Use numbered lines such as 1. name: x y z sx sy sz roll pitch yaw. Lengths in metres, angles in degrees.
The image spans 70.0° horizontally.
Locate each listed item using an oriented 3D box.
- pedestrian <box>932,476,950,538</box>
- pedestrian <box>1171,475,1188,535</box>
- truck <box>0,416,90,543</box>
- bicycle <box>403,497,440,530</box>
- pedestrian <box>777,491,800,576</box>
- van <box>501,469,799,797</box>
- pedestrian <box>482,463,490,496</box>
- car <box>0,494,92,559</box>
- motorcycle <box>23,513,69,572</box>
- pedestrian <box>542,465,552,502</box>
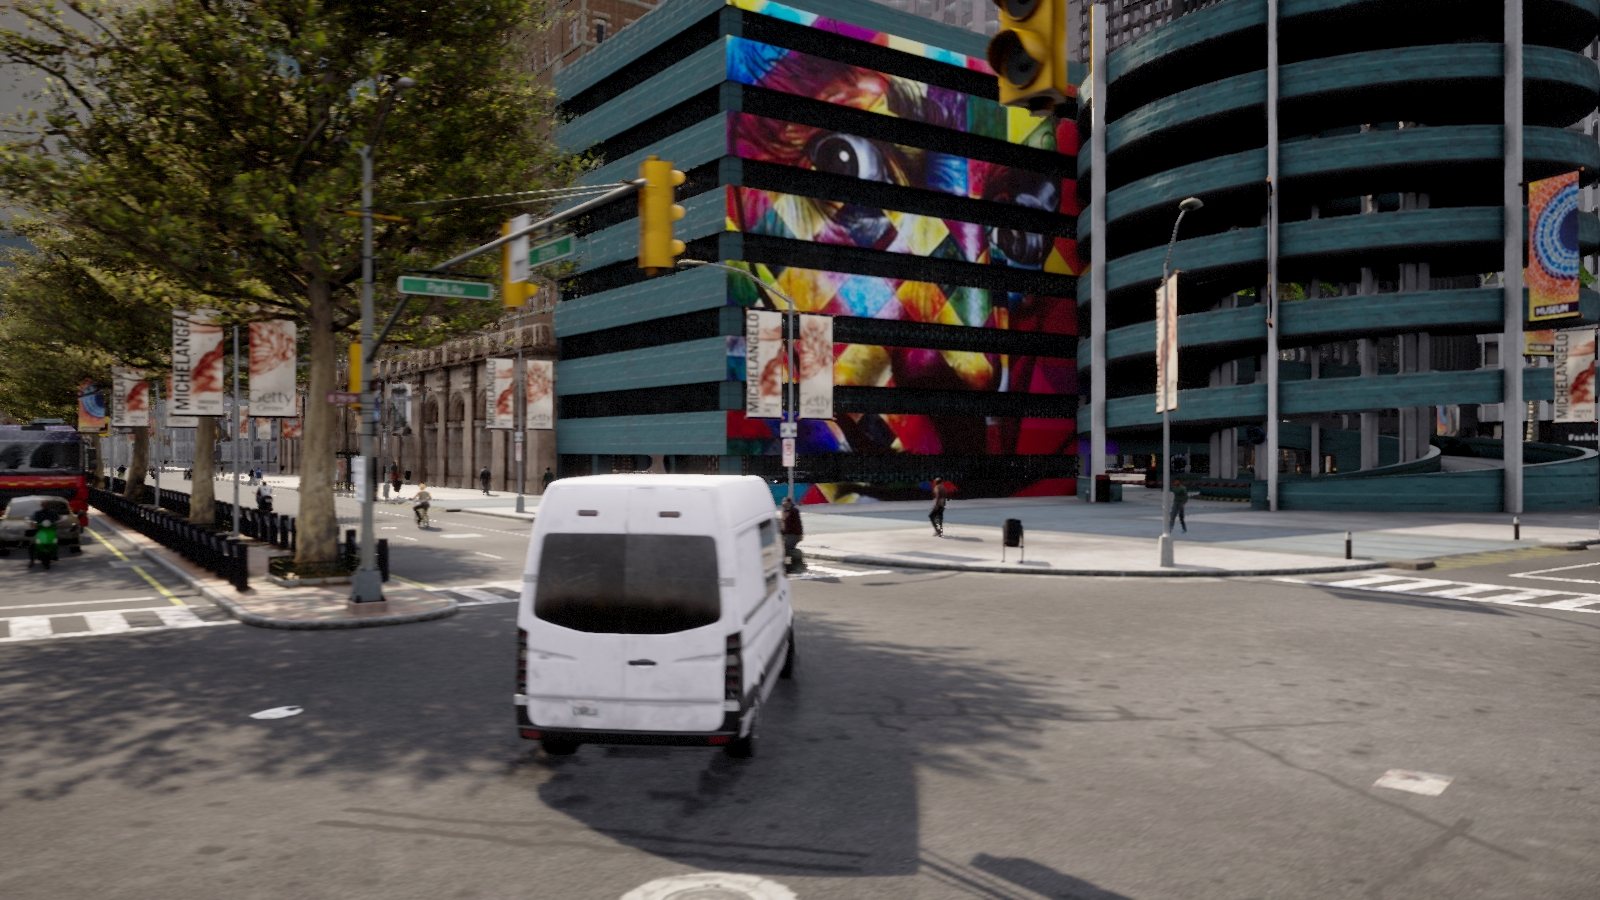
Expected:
1. pedestrian: 4.256 1.709 34.462 0.375 1.860 0.375 0 0 -41
2. pedestrian: 11.904 1.709 35.842 0.375 1.860 0.375 0 0 -34
3. truck: -25.948 0.892 38.524 2.891 3.827 8.468 0 0 -35
4. bicycle: -13.576 2.262 40.984 0.859 1.080 1.487 0 0 -36
5. pedestrian: -0.256 1.856 25.430 0.375 1.860 0.375 0 0 -30
6. van: -1.246 1.537 12.323 1.988 2.561 5.915 1 0 4
7. pedestrian: -18.246 1.706 66.391 0.375 1.860 0.375 0 0 -35
8. car: -21.208 2.062 31.828 2.231 1.480 4.892 0 0 -35
9. motorcycle: -18.001 2.183 27.276 0.856 1.236 1.805 0 0 -35
10. pedestrian: -12.775 1.706 57.745 0.375 1.860 0.375 0 0 -32
